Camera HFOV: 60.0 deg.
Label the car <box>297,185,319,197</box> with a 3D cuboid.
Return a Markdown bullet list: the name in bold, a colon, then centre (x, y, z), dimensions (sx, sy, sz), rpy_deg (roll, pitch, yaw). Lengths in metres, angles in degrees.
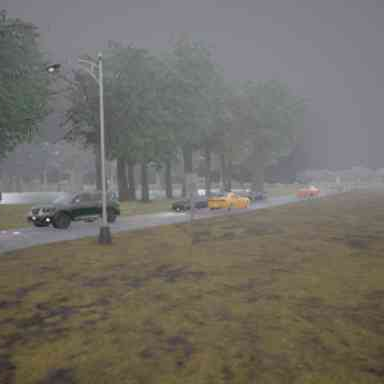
- **car**: centre (17.096, -0.186, 48.829), dimensions (2.097, 1.767, 4.553), rpy_deg (-1, 2, 35)

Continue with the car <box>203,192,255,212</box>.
- **car**: centre (3.356, 0.836, 29.282), dimensions (1.882, 1.535, 5.008), rpy_deg (-1, 1, 35)

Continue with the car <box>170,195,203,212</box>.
- **car**: centre (0.319, 0.992, 30.071), dimensions (2.033, 1.411, 5.357), rpy_deg (-1, 1, 35)

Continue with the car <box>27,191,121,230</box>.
- **car**: centre (-6.824, 0.988, 19.934), dimensions (2.150, 2.045, 5.566), rpy_deg (-1, 0, 35)

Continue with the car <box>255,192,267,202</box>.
- **car**: centre (7.233, 0.613, 39.869), dimensions (1.895, 1.301, 4.718), rpy_deg (-1, 2, 36)
